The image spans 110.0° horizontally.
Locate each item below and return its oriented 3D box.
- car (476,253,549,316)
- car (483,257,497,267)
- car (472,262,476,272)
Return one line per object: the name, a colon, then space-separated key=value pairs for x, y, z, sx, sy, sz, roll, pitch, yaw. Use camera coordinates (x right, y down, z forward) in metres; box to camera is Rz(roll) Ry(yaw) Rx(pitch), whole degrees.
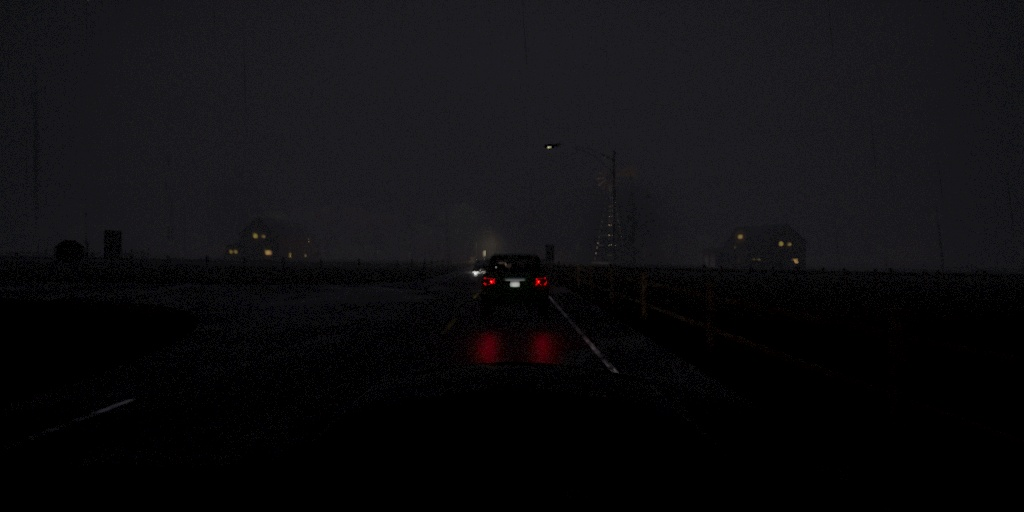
car: x=0.097 y=0.920 z=13.244 sx=2.150 sy=2.045 sz=5.566 roll=0 pitch=0 yaw=0
car: x=-3.539 y=0.965 z=58.869 sx=1.882 sy=1.535 sz=5.008 roll=0 pitch=0 yaw=1
car: x=-3.584 y=1.108 z=43.156 sx=2.033 sy=1.411 sz=5.357 roll=0 pitch=0 yaw=0
